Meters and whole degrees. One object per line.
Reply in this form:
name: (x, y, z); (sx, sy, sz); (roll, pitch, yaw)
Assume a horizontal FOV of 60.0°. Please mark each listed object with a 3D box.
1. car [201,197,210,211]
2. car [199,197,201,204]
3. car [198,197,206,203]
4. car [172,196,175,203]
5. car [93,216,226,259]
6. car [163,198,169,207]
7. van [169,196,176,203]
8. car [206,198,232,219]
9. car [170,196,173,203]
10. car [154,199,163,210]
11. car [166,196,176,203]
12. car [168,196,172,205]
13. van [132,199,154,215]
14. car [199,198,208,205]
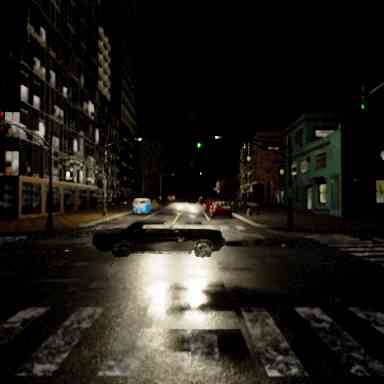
car: (2.728, 1.658, 43.190); (2.192, 1.841, 5.009); (1, 0, 0)
car: (2.739, 1.836, 65.886); (2.192, 1.841, 5.009); (1, 0, 0)
car: (2.748, 2.139, 88.580); (1.967, 1.590, 4.097); (1, 0, 0)
car: (-5.636, 2.205, 82.870); (2.008, 1.369, 4.403); (1, 0, 0)
car: (-1.129, 1.702, 12.533); (4.718, 1.301, 1.895); (0, 0, 1)
car: (-5.648, 2.058, 60.175); (1.802, 1.307, 4.206); (1, 0, 0)
van: (-5.627, 2.084, 94.220); (1.690, 1.788, 3.998); (1, 0, 0)
car: (2.721, 1.694, 31.842); (1.967, 1.590, 4.097); (1, 0, 0)
car: (-5.642, 2.131, 71.523); (1.947, 1.339, 4.313); (1, 0, 0)
car: (-5.653, 1.911, 48.658); (1.752, 1.417, 4.829); (1, 0, 0)
car: (-5.629, 2.013, 88.546); (2.192, 1.841, 5.009); (1, 0, 0)
car: (-5.645, 2.087, 65.849); (1.947, 1.339, 4.313); (1, 0, 0)
van: (-5.655, 1.639, 37.482); (1.690, 1.788, 3.998); (1, 0, 0)
car: (2.740, 2.176, 77.232); (1.947, 1.339, 4.313); (1, 0, 0)
